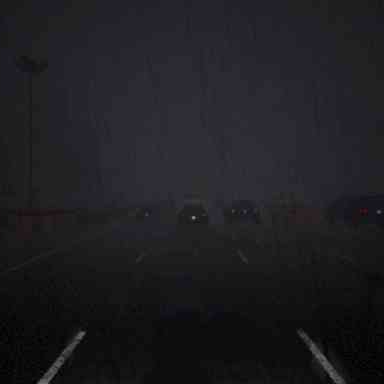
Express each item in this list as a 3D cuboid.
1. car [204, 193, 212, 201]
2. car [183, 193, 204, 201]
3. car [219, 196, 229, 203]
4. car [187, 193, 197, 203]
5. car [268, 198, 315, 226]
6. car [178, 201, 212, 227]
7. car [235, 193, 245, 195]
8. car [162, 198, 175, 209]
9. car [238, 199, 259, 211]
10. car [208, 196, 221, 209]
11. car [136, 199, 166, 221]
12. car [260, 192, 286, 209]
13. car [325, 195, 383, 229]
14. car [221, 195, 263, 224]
[{"bbox_3d":[3.494,1.484,73.442,1.882,1.535,5.008,0,0,0],"label":"car"},{"bbox_3d":[0.099,1.225,42.768,2.150,2.045,5.566,0,0,0],"label":"car"},{"bbox_3d":[6.994,1.559,73.025,1.994,1.385,4.181,0,0,0],"label":"car"},{"bbox_3d":[-0.006,1.232,73.471,2.150,2.045,5.566,0,0,0],"label":"car"},{"bbox_3d":[7.098,1.480,23.744,1.882,1.535,5.008,0,0,0],"label":"car"},{"bbox_3d":[0.098,1.566,22.591,1.994,1.385,4.181,0,0,0],"label":"car"},{"bbox_3d":[10.494,1.232,73.056,2.150,2.045,5.566,0,0,0],"label":"car"},{"bbox_3d":[-3.417,1.530,44.535,1.812,1.442,4.674,0,0,0],"label":"car"},{"bbox_3d":[7.097,1.605,41.995,1.895,1.301,4.718,0,0,0],"label":"car"},{"bbox_3d":[3.583,1.530,44.562,1.812,1.442,4.674,0,0,0],"label":"car"},{"bbox_3d":[-3.416,1.528,27.390,1.812,1.442,4.674,0,0,0],"label":"car"},{"bbox_3d":[10.596,1.225,42.786,2.150,2.045,5.566,0,0,0],"label":"car"},{"bbox_3d":[10.598,1.223,21.519,2.150,2.045,5.566,0,0,0],"label":"car"},{"bbox_3d":[3.598,1.355,24.781,2.097,1.767,4.553,0,0,0],"label":"car"}]
